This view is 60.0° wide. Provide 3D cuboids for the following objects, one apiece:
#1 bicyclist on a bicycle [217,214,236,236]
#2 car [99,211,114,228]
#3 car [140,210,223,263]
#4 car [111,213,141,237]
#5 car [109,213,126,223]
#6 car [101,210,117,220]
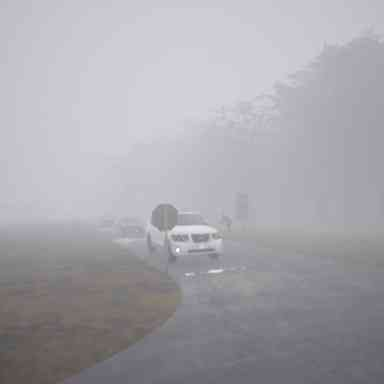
[{"bbox_3d":[2.437,2.399,24.031,1.656,1.620,0.582,0,-3,-21],"label":"bicyclist on a bicycle"},{"bbox_3d":[-9.636,3.253,38.471,1.882,1.535,5.008,0,-3,-21],"label":"car"},{"bbox_3d":[-0.587,1.879,15.368,2.150,2.045,5.566,0,-2,-21],"label":"car"},{"bbox_3d":[-4.928,2.690,26.438,1.837,1.490,4.892,0,-3,-22],"label":"car"},{"bbox_3d":[-11.482,3.900,51.093,1.994,1.385,4.181,0,-3,-21],"label":"car"},{"bbox_3d":[-15.138,4.165,60.391,2.097,1.767,4.553,0,-3,-23],"label":"car"}]
